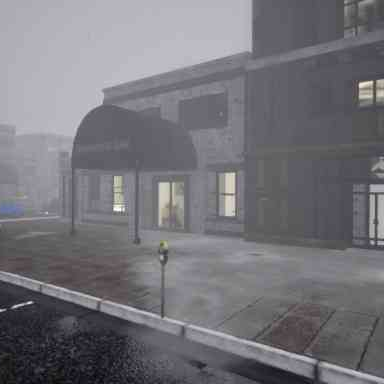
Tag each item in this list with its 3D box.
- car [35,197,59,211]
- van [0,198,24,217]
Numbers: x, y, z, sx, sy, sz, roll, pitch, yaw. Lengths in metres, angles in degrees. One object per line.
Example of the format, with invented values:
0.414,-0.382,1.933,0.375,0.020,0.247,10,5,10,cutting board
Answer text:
-16.456,1.413,41.240,2.097,1.767,4.553,0,0,35,car
-17.346,1.416,29.866,1.690,1.788,3.998,0,0,35,van
